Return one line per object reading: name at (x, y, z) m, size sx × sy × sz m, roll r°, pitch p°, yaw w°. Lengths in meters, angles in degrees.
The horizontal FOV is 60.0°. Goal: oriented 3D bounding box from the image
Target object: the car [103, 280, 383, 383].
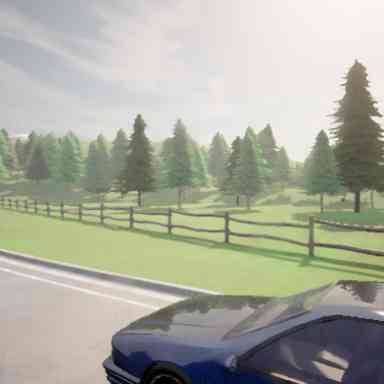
car at (1.670, 1.556, 2.777) m, size 5.357 × 1.411 × 2.033 m, roll 0°, pitch 0°, yaw 35°
